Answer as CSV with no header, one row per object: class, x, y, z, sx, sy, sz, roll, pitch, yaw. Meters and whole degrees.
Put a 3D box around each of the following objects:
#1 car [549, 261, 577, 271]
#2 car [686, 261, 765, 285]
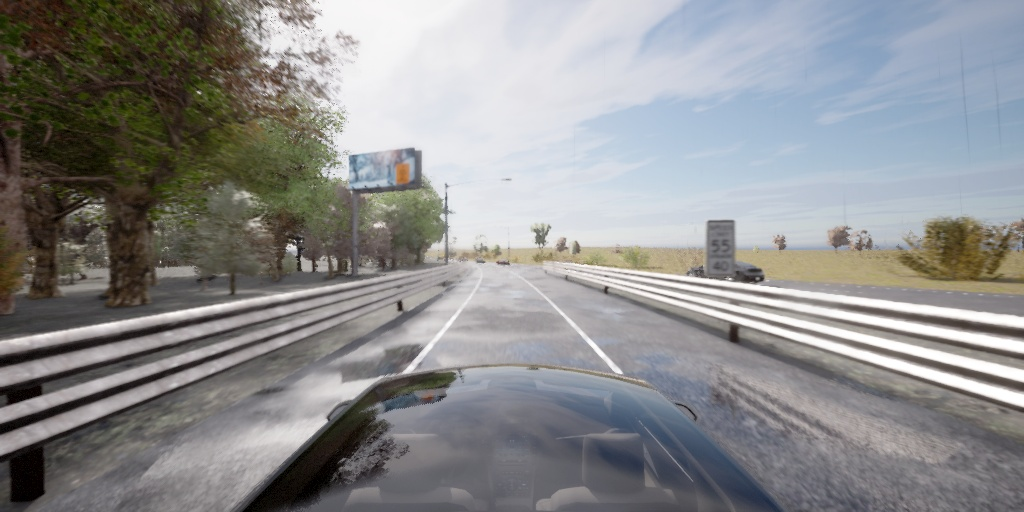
car,6.427,1.224,45.613,1.895,1.301,4.718,-1,0,-16
car,13.193,1.053,22.560,1.837,1.490,4.892,-1,0,-16
